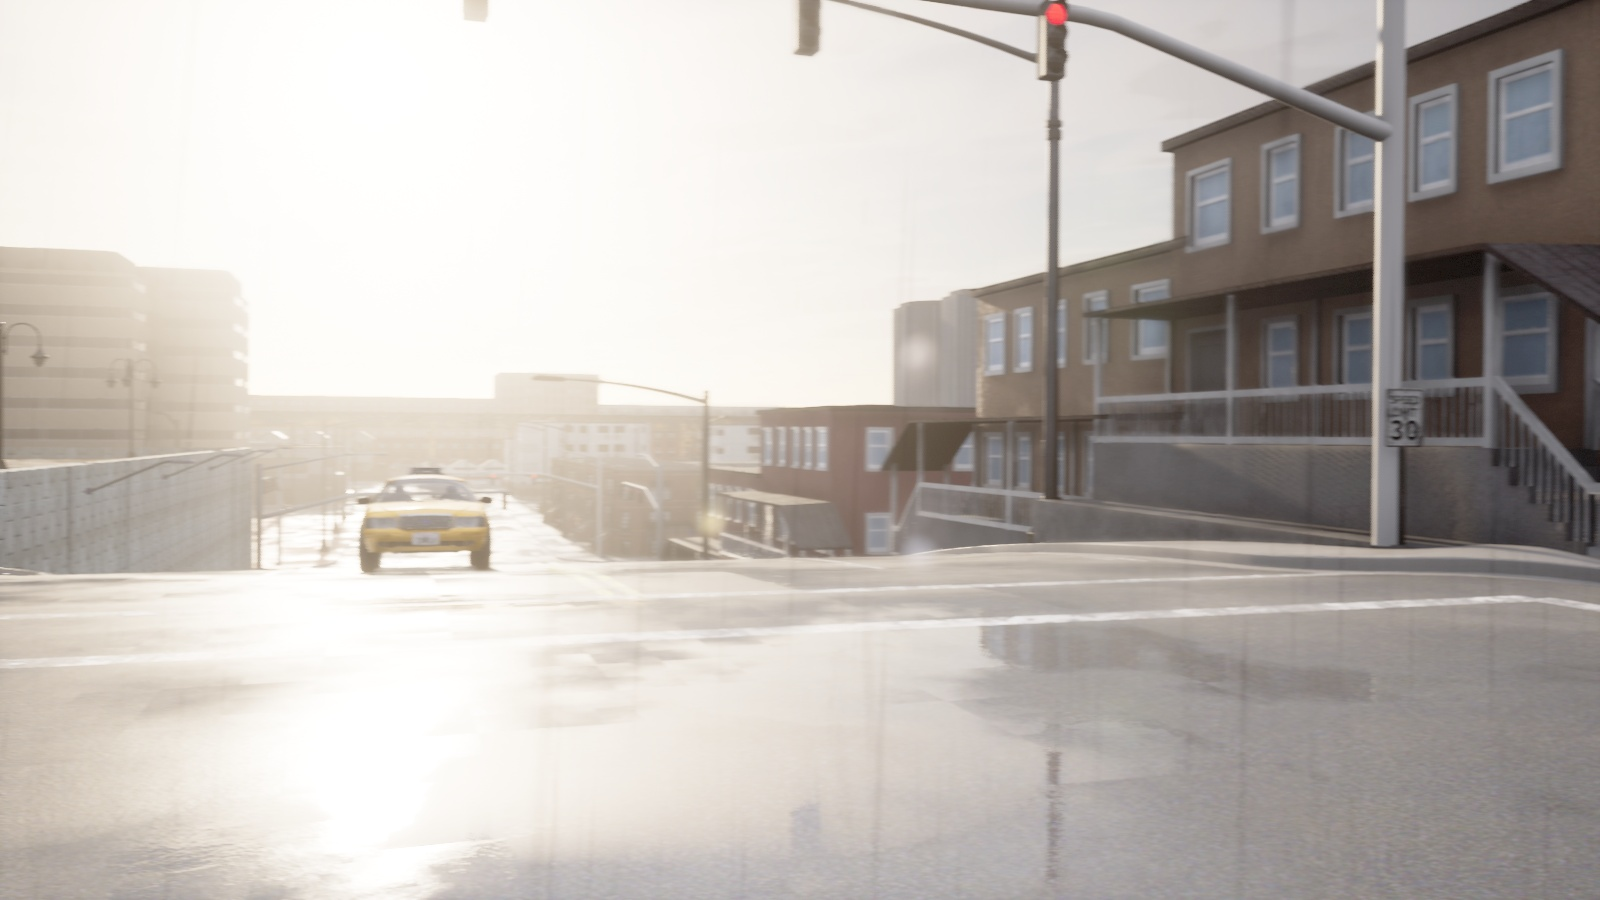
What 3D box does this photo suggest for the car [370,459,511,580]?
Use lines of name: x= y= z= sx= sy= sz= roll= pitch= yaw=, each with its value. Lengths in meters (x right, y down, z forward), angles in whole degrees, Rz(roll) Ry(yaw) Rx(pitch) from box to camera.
car: x=-5.537 y=1.115 z=19.349 sx=1.801 sy=1.575 sz=5.366 roll=-1 pitch=-4 yaw=-16
